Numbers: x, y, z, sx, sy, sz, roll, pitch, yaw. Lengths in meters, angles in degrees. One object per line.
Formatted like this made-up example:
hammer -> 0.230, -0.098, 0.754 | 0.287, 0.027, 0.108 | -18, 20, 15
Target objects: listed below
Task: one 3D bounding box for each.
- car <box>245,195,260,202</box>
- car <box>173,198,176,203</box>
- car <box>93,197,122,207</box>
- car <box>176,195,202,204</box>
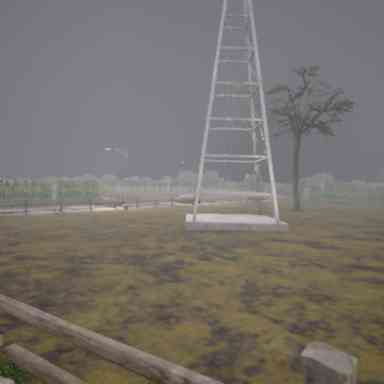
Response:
car -> 14.376, 1.422, 78.721 | 1.882, 1.535, 5.008 | 2, 1, 35
car -> -1.595, 1.311, 60.977 | 2.128, 1.511, 4.902 | 2, 1, 35
car -> -11.813, 1.350, 46.740 | 1.994, 1.385, 4.181 | 2, 1, 35
car -> -0.030, 1.358, 58.310 | 2.128, 1.511, 4.902 | 2, 1, 36
